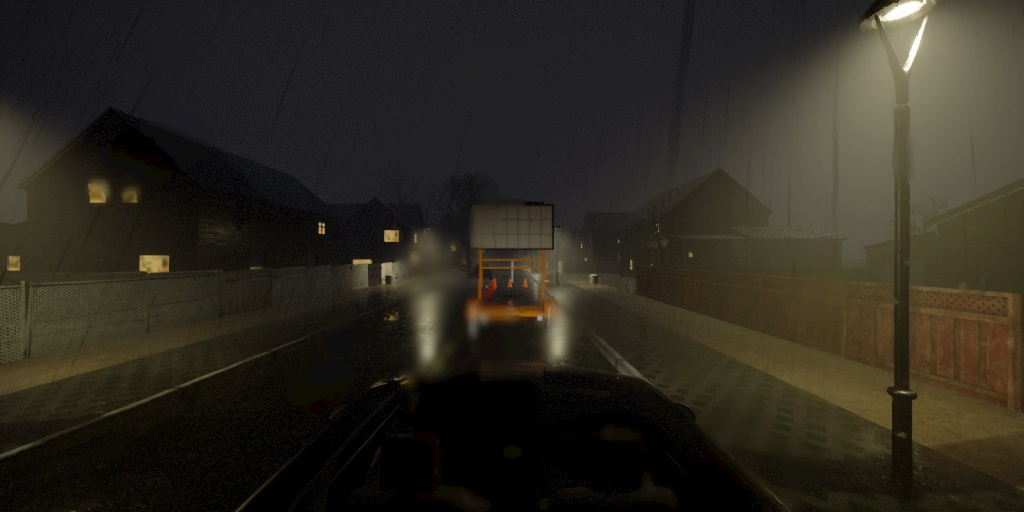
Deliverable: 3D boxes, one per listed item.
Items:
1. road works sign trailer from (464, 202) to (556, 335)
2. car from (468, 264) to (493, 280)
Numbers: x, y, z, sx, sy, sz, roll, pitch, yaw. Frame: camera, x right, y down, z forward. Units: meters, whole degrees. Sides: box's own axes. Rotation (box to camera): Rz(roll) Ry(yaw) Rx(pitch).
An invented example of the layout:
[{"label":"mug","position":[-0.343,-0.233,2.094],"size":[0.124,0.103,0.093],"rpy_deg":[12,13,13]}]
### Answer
[{"label":"road works sign trailer","position":[0.012,0.220,10.535],"size":[2.380,3.560,2.880],"rpy_deg":[0,0,0]},{"label":"car","position":[-2.712,1.392,32.085],"size":[1.994,1.385,4.181],"rpy_deg":[0,0,0]}]
